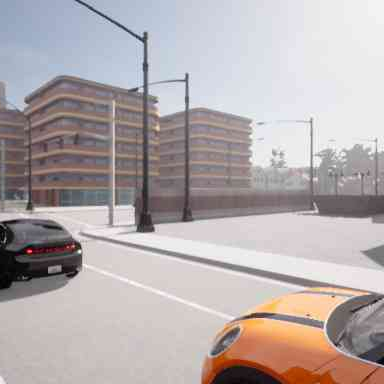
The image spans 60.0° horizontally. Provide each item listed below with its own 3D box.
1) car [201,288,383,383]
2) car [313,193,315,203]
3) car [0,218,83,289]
[{"bbox_3d":[2.235,1.355,2.367,4.553,1.767,2.097,1,0,40],"label":"car"},{"bbox_3d":[20.473,1.179,60.719,5.566,2.045,2.150,0,0,-44],"label":"car"},{"bbox_3d":[-4.744,1.496,9.277,1.837,1.490,4.892,0,0,-43],"label":"car"}]
